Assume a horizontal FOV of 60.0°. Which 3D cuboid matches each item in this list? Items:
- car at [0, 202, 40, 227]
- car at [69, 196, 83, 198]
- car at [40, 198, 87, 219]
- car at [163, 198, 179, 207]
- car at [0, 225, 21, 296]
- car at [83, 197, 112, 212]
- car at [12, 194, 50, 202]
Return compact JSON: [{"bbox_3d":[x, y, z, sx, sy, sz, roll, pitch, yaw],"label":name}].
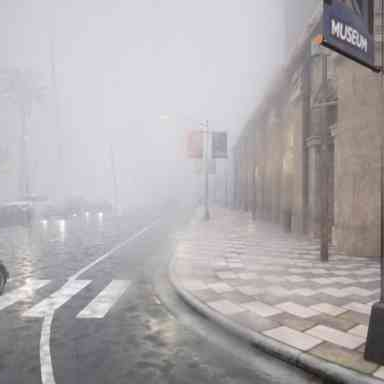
[{"bbox_3d":[-11.656,1.547,20.120,2.033,1.411,5.357,0,0,2],"label":"car"},{"bbox_3d":[-14.353,1.352,40.737,2.097,1.767,4.553,0,0,3],"label":"car"},{"bbox_3d":[-11.321,1.526,29.543,1.812,1.442,4.674,0,0,2],"label":"car"},{"bbox_3d":[-3.243,1.573,52.016,1.994,1.385,4.181,0,0,5],"label":"car"},{"bbox_3d":[-5.009,1.537,5.423,1.812,1.442,4.674,0,0,2],"label":"car"},{"bbox_3d":[-10.904,1.526,39.423,1.812,1.442,4.674,0,0,2],"label":"car"},{"bbox_3d":[-14.794,1.221,30.421,2.150,2.045,5.566,0,0,2],"label":"car"}]
